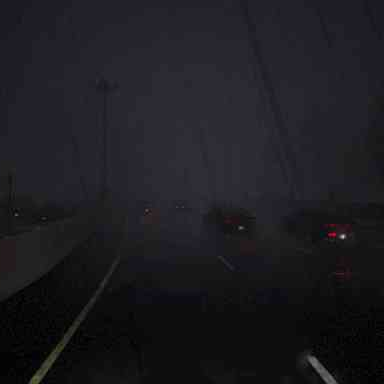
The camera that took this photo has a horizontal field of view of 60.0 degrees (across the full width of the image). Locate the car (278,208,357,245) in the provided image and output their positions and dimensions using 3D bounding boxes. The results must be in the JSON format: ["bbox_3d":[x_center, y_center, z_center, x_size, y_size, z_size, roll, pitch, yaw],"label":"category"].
[{"bbox_3d":[5.647,1.505,15.604,1.837,1.490,4.892,0,0,-8],"label":"car"}]

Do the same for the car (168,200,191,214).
[{"bbox_3d":[-1.331,1.547,34.918,2.033,1.411,5.357,0,0,-11],"label":"car"}]

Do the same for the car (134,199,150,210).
[{"bbox_3d":[-6.723,1.601,44.628,1.895,1.301,4.718,0,0,-11],"label":"car"}]

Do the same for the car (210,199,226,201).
[{"bbox_3d":[2.523,1.503,33.322,1.837,1.490,4.892,0,-1,-11],"label":"car"}]

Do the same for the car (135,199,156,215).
[{"bbox_3d":[-4.800,1.505,34.394,1.837,1.490,4.892,0,0,-11],"label":"car"}]

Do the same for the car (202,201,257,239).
[{"bbox_3d":[1.816,1.477,17.489,1.882,1.535,5.008,0,0,-9],"label":"car"}]
